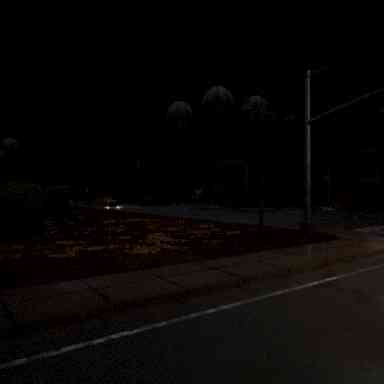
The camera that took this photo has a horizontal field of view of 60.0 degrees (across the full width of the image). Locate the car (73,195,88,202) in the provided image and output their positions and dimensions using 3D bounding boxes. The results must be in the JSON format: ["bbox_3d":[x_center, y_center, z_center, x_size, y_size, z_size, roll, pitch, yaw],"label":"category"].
[{"bbox_3d":[-24.773,1.381,73.782,1.882,1.535,5.008,0,0,-37],"label":"car"}]

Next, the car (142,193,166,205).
[{"bbox_3d":[-6.368,1.114,55.935,3.866,1.878,1.905,-2,5,11],"label":"car"}]

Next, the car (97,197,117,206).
[{"bbox_3d":[-13.496,1.482,52.681,1.882,1.535,5.008,0,0,-37],"label":"car"}]
